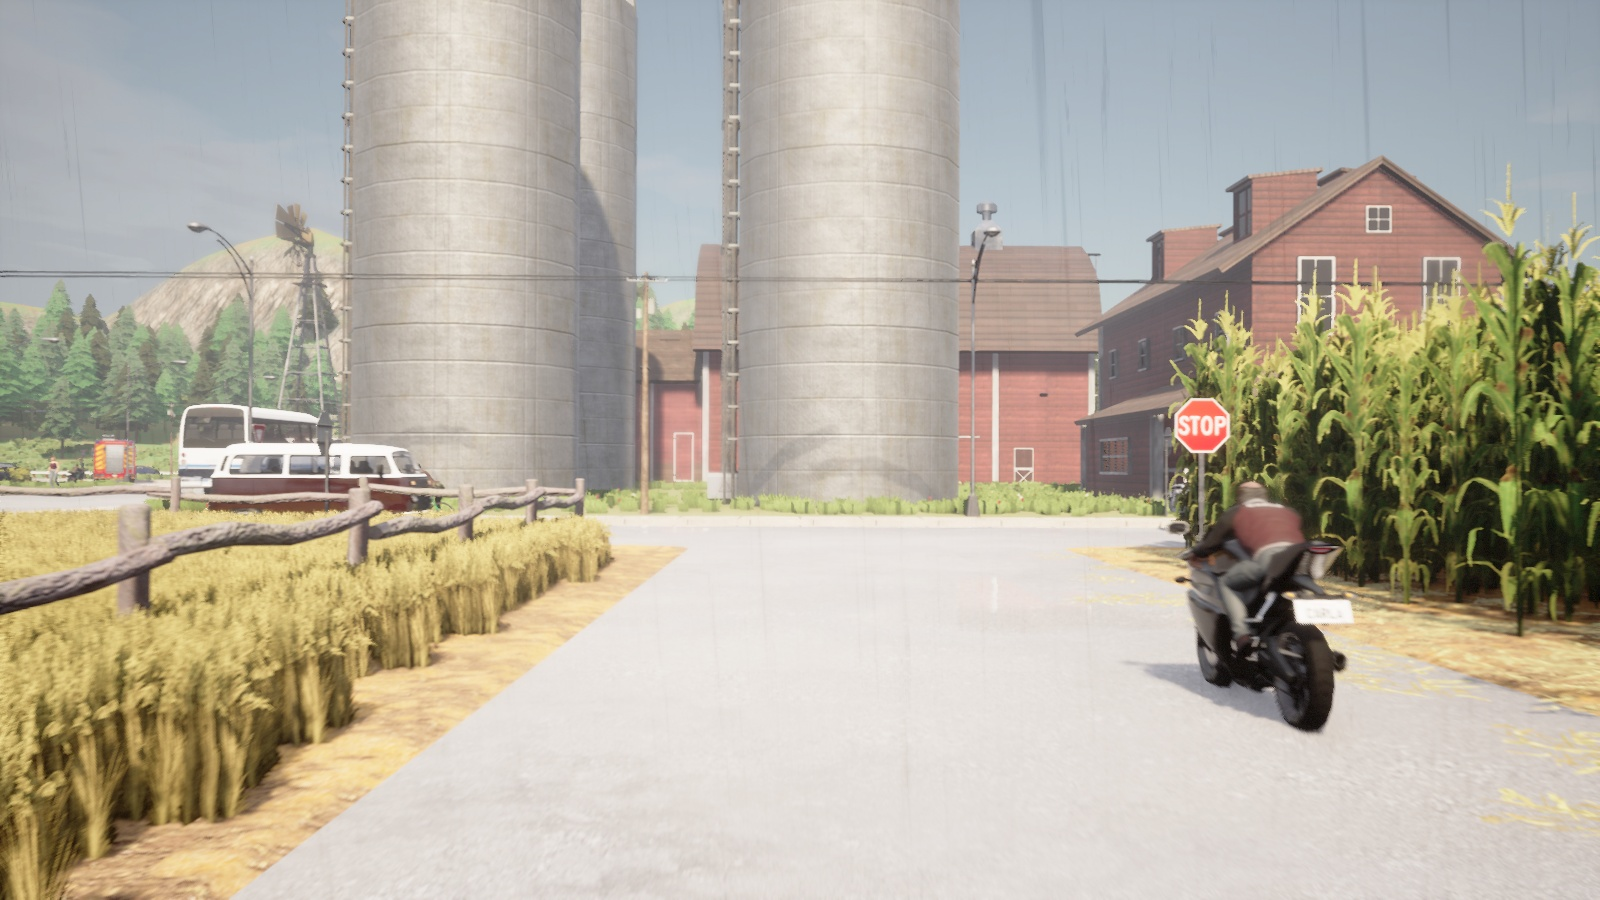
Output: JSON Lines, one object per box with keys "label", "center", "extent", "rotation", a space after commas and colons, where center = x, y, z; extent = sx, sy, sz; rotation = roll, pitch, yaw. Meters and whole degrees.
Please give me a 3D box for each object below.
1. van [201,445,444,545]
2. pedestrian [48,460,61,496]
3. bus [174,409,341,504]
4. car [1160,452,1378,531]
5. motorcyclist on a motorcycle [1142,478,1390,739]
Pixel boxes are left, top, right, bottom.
{"label": "van", "center": [-10.244, 0.949, 27.208], "extent": [4.480, 2.038, 2.069], "rotation": [-1, -1, 0]}
{"label": "pedestrian", "center": [-38.302, 1.455, 64.505], "extent": [0.345, 1.836, 0.594], "rotation": [0, -1, -2]}
{"label": "bus", "center": [-26.341, 0.341, 61.748], "extent": [3.944, 4.253, 10.273], "rotation": [0, -1, -1]}
{"label": "car", "center": [11.423, 0.998, 30.813], "extent": [4.605, 1.855, 1.932], "rotation": [0, -1, 0]}
{"label": "motorcyclist on a motorcycle", "center": [3.079, 0.969, 8.590], "extent": [0.866, 1.530, 2.191], "rotation": [0, -1, 0]}
